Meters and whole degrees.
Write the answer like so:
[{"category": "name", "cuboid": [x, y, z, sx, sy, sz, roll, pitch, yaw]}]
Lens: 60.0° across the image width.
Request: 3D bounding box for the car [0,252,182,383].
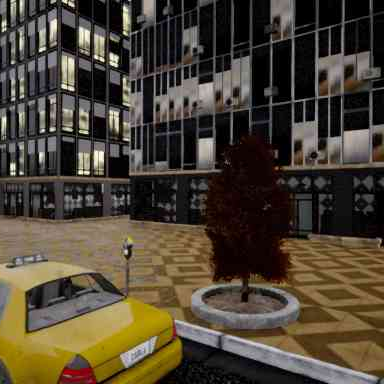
[{"category": "car", "cuboid": [-2.394, 1.525, 4.580, 4.829, 1.417, 1.752, 0, 0, 36]}]
